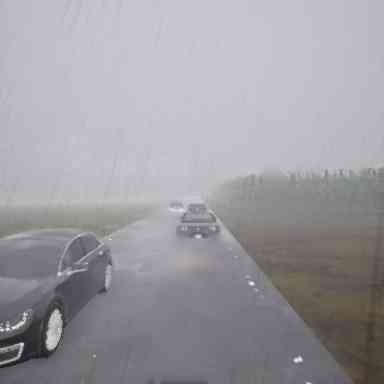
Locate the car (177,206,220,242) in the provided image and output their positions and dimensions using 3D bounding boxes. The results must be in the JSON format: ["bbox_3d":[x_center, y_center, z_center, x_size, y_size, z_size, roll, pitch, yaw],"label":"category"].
[{"bbox_3d":[0.302,1.608,16.459,1.895,1.301,4.718,0,0,1],"label":"car"}]

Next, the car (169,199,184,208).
[{"bbox_3d":[-2.200,1.648,47.780,1.895,1.301,4.718,0,0,1],"label":"car"}]

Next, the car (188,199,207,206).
[{"bbox_3d":[0.560,1.501,34.713,1.882,1.535,5.008,0,0,1],"label":"car"}]

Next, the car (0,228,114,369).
[{"bbox_3d":[-2.793,1.514,6.103,1.837,1.490,4.892,0,0,1],"label":"car"}]
